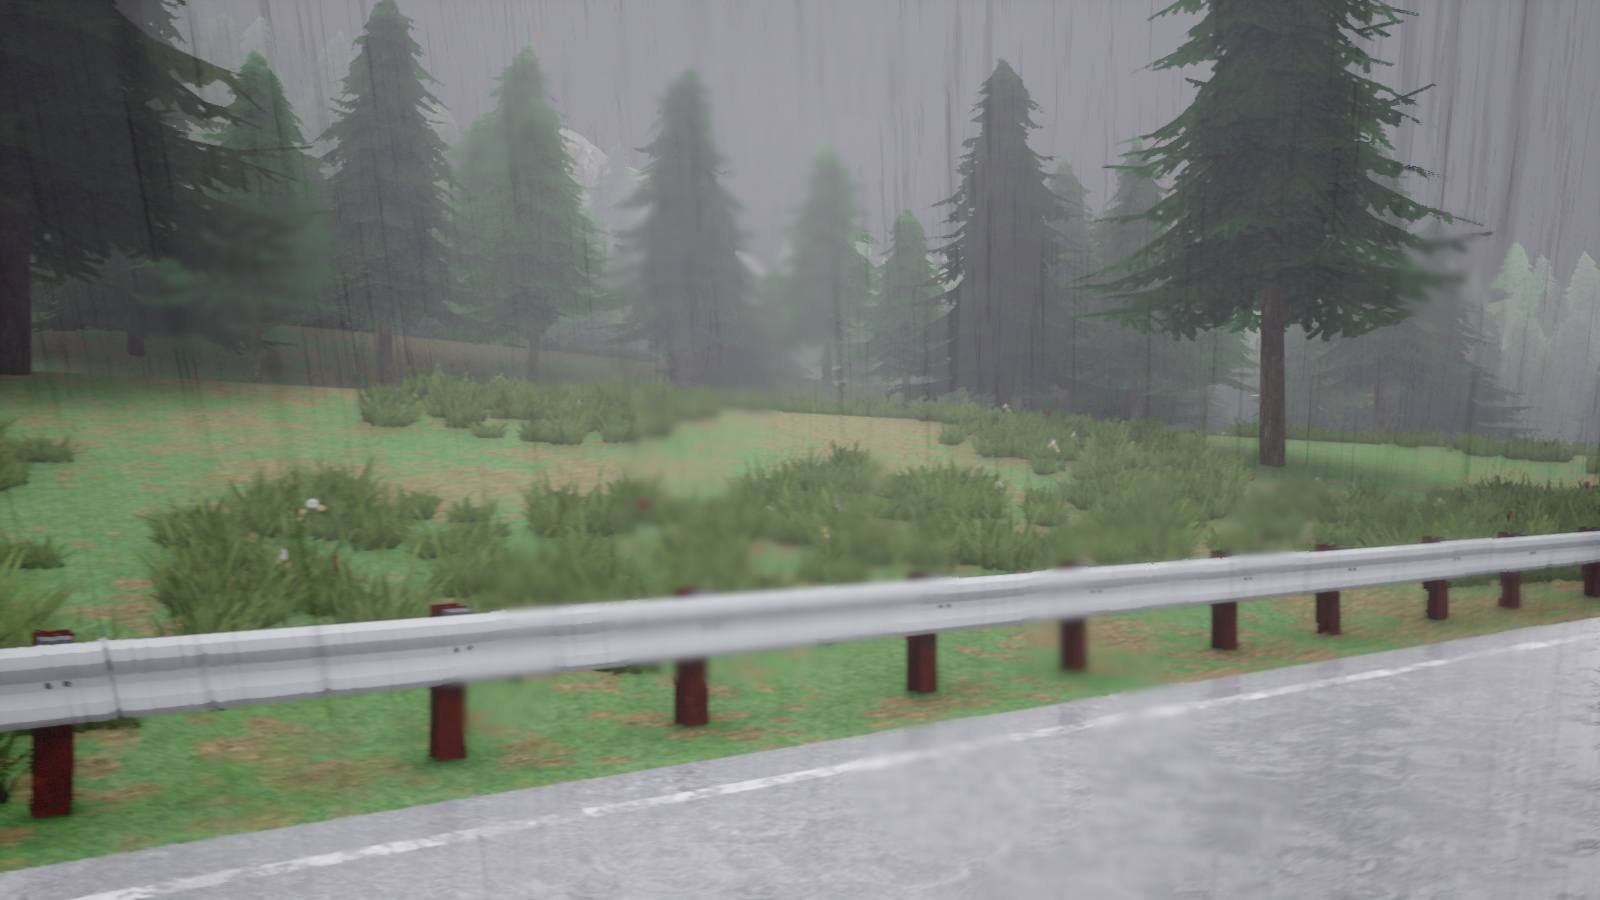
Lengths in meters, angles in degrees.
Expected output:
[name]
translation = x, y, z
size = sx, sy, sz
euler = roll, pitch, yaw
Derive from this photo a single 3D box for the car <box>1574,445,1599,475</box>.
[car]
translation = 50.757, 0.603, 78.284
size = 1.905, 1.878, 3.866
euler = 0, 0, -35
